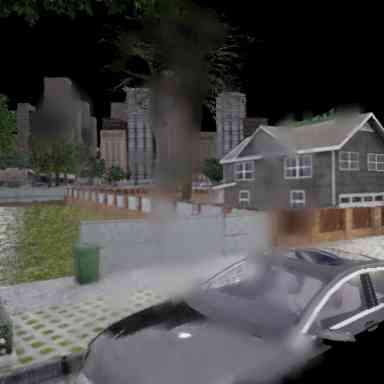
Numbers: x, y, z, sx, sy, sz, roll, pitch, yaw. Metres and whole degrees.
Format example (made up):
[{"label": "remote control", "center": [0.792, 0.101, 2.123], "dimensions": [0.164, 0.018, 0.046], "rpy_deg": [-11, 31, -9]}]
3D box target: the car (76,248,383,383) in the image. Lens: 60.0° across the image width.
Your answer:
[{"label": "car", "center": [1.212, 1.496, 3.848], "dimensions": [4.902, 1.511, 2.128], "rpy_deg": [0, 0, -35]}]
